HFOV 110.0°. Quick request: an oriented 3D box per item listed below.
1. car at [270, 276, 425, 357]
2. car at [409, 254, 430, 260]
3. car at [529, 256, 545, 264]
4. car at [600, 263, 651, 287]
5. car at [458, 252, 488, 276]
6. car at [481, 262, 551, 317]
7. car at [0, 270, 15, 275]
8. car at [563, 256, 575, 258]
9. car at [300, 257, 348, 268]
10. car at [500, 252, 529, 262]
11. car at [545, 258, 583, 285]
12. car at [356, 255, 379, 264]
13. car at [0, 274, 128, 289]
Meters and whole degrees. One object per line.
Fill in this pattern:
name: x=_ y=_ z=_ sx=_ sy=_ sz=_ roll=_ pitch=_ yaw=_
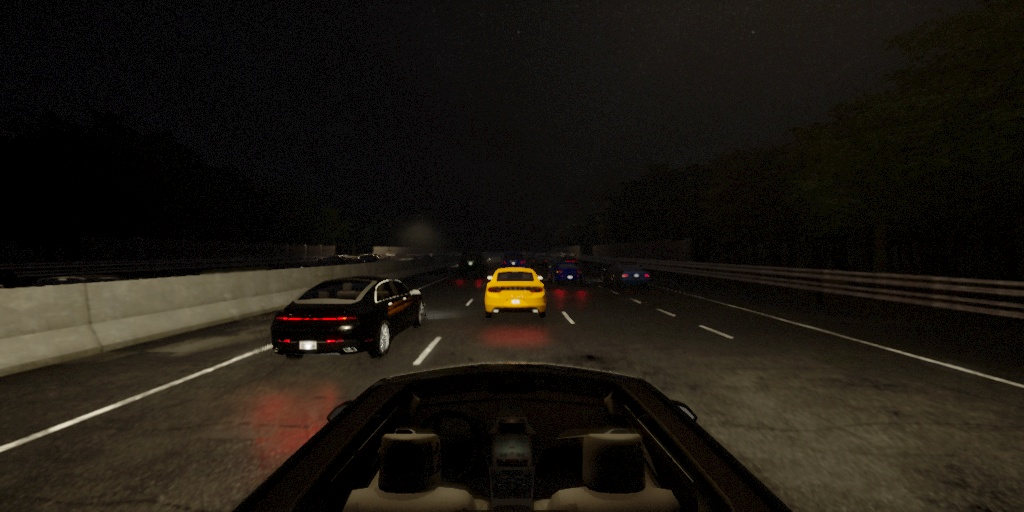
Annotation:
car: x=-3.396 y=1.216 z=8.391 sx=1.837 sy=1.490 sz=4.892 roll=0 pitch=1 yaw=0
car: x=-14.044 y=0.707 z=53.449 sx=1.895 sy=1.301 sz=4.718 roll=0 pitch=1 yaw=0
car: x=3.521 y=0.778 z=47.171 sx=1.994 sy=1.385 sz=4.181 roll=0 pitch=1 yaw=0
car: x=7.049 y=1.121 z=22.746 sx=2.033 sy=1.411 sz=5.357 roll=0 pitch=1 yaw=1
car: x=-3.387 y=0.669 z=31.881 sx=2.150 sy=2.045 sz=5.566 roll=0 pitch=1 yaw=0
car: x=0.106 y=1.153 z=12.903 sx=1.882 sy=1.535 sz=5.008 roll=0 pitch=0 yaw=0
car: x=-24.427 y=1.159 z=15.010 sx=1.837 sy=1.490 sz=4.892 roll=0 pitch=1 yaw=-1
car: x=7.117 y=0.753 z=45.043 sx=1.837 sy=1.490 sz=4.892 roll=0 pitch=1 yaw=0
car: x=-17.582 y=1.025 z=33.379 sx=1.895 sy=1.301 sz=4.718 roll=0 pitch=1 yaw=0
car: x=0.114 y=0.663 z=32.259 sx=2.150 sy=2.045 sz=5.566 roll=0 pitch=1 yaw=0
car: x=3.510 y=1.082 z=23.966 sx=1.812 sy=1.442 sz=4.674 roll=0 pitch=1 yaw=0
car: x=-21.033 y=0.628 z=52.359 sx=1.837 sy=1.490 sz=4.892 roll=0 pitch=1 yaw=0
car: x=-14.096 y=1.288 z=11.378 sx=1.895 sy=1.301 sz=4.718 roll=0 pitch=0 yaw=0
